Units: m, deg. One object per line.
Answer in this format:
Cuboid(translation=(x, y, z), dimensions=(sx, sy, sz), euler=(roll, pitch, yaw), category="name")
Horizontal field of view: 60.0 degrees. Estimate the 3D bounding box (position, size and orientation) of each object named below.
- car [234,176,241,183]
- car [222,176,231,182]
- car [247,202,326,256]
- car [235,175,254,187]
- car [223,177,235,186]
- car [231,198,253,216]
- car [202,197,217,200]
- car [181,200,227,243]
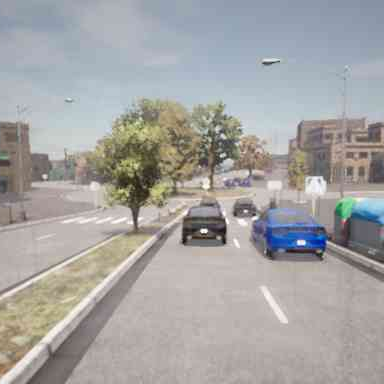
Cuboid(translation=(12.145, -3.369, 88.310), dimensions=(1.837, 1.490, 4.892), euler=(1, 6, 7), category="car")
Cuboid(translation=(9.441, -3.481, 90.642), dimensions=(1.895, 1.301, 4.718), euler=(1, 6, 10), category="car")
Cuboid(translation=(3.466, 1.385, 12.686), dimensions=(1.882, 1.535, 5.008), euler=(0, 0, 2), category="car")
Cuboid(translation=(11.604, -2.257, 73.995), dimensions=(2.150, 2.045, 5.566), euler=(0, 5, -2), category="car")
Cuboid(translation=(8.574, -2.262, 75.486), dimensions=(2.097, 1.767, 4.553), euler=(0, 5, 1), category="car")
Cuboid(translation=(4.554, 1.270, 29.418), dimensions=(1.837, 1.490, 4.892), euler=(0, 1, 4), category="car")
Cuboid(translation=(1.569, 1.249, 29.710), dimensions=(1.837, 1.490, 4.892), euler=(0, 1, 4), category="car")
Cuboid(translation=(0.590, 1.355, 15.457), dimensions=(1.882, 1.535, 5.008), euler=(0, 0, 3), category="car")
